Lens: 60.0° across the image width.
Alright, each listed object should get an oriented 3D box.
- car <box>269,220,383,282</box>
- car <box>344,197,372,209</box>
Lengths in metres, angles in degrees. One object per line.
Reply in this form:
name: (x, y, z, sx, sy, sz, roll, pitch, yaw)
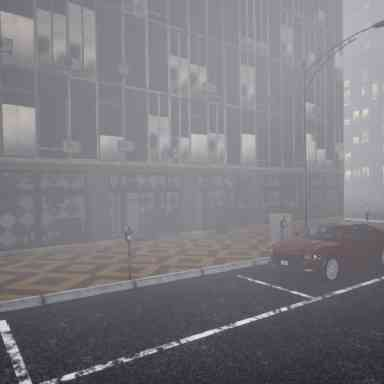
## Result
car: (4.158, 1.542, 9.721, 4.507, 1.381, 1.887, 0, -1, -36)
car: (18.691, 1.275, 39.604, 1.752, 1.417, 4.829, -1, 1, -35)
